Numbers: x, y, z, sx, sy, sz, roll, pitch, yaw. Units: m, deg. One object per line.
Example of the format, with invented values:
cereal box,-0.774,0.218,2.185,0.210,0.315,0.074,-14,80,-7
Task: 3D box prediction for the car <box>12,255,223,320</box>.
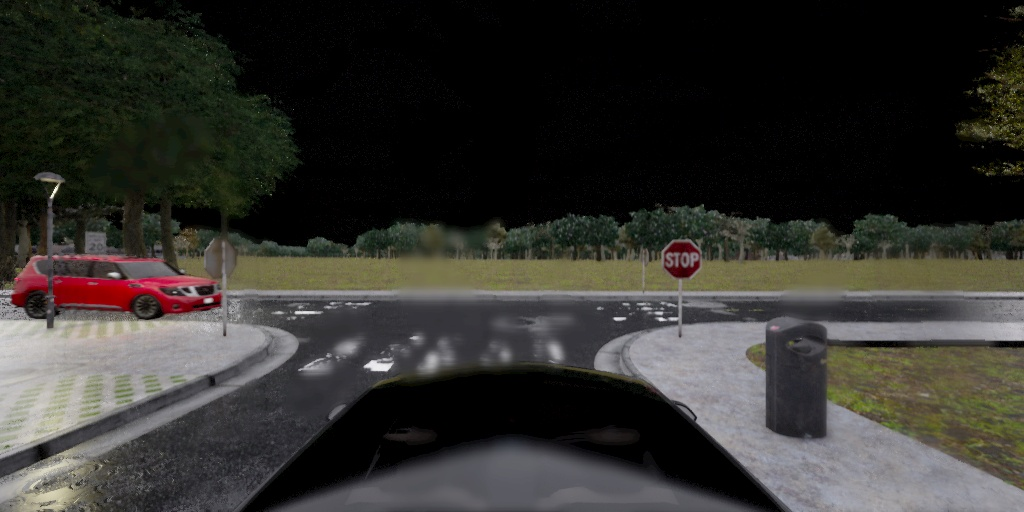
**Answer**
car,-12.852,1.038,11.945,5.566,2.045,2.150,2,0,0
